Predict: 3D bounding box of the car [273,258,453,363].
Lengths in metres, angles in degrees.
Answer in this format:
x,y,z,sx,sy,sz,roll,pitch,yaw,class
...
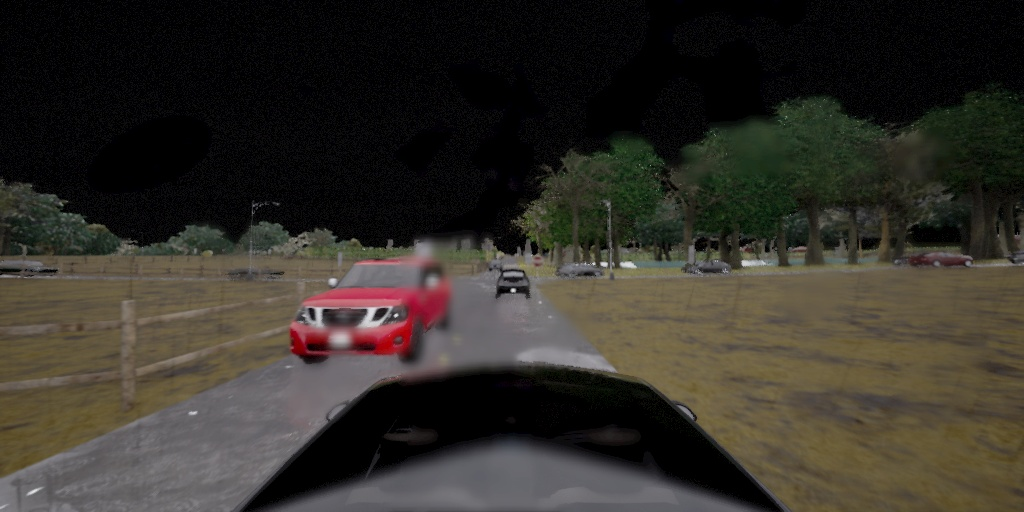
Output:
x,y,z,sx,sy,sz,roll,pitch,yaw,class
-2.847,1.064,8.722,2.150,2.045,5.566,0,-1,0,car

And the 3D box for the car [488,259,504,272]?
x,y,z,sx,sy,sz,roll,pitch,yaw,class
-2.792,1.625,61.594,2.150,2.045,5.566,0,0,1,car

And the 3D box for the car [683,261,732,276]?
x,y,z,sx,sy,sz,roll,pitch,yaw,class
21.269,1.329,39.181,4.892,1.490,1.837,-2,-2,0,car

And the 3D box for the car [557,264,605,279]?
x,y,z,sx,sy,sz,roll,pitch,yaw,class
6.919,1.518,35.945,4.902,1.511,2.128,0,-2,-15,car

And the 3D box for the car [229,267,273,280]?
x,y,z,sx,sy,sz,roll,pitch,yaw,class
-25.512,1.781,36.084,4.718,1.301,1.895,0,-2,0,car

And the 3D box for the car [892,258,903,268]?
x,y,z,sx,sy,sz,roll,pitch,yaw,class
44.607,0.480,39.221,4.902,1.511,2.128,-2,-2,0,car

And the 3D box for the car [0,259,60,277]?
x,y,z,sx,sy,sz,roll,pitch,yaw,class
-48.640,1.207,36.102,4.553,1.767,2.097,1,-2,0,car

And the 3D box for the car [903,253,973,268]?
x,y,z,sx,sy,sz,roll,pitch,yaw,class
43.512,0.418,36.383,5.008,1.535,1.882,-2,-2,0,car

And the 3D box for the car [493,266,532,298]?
x,y,z,sx,sy,sz,roll,pitch,yaw,class
0.076,1.499,20.466,1.837,1.490,4.892,0,0,0,car
